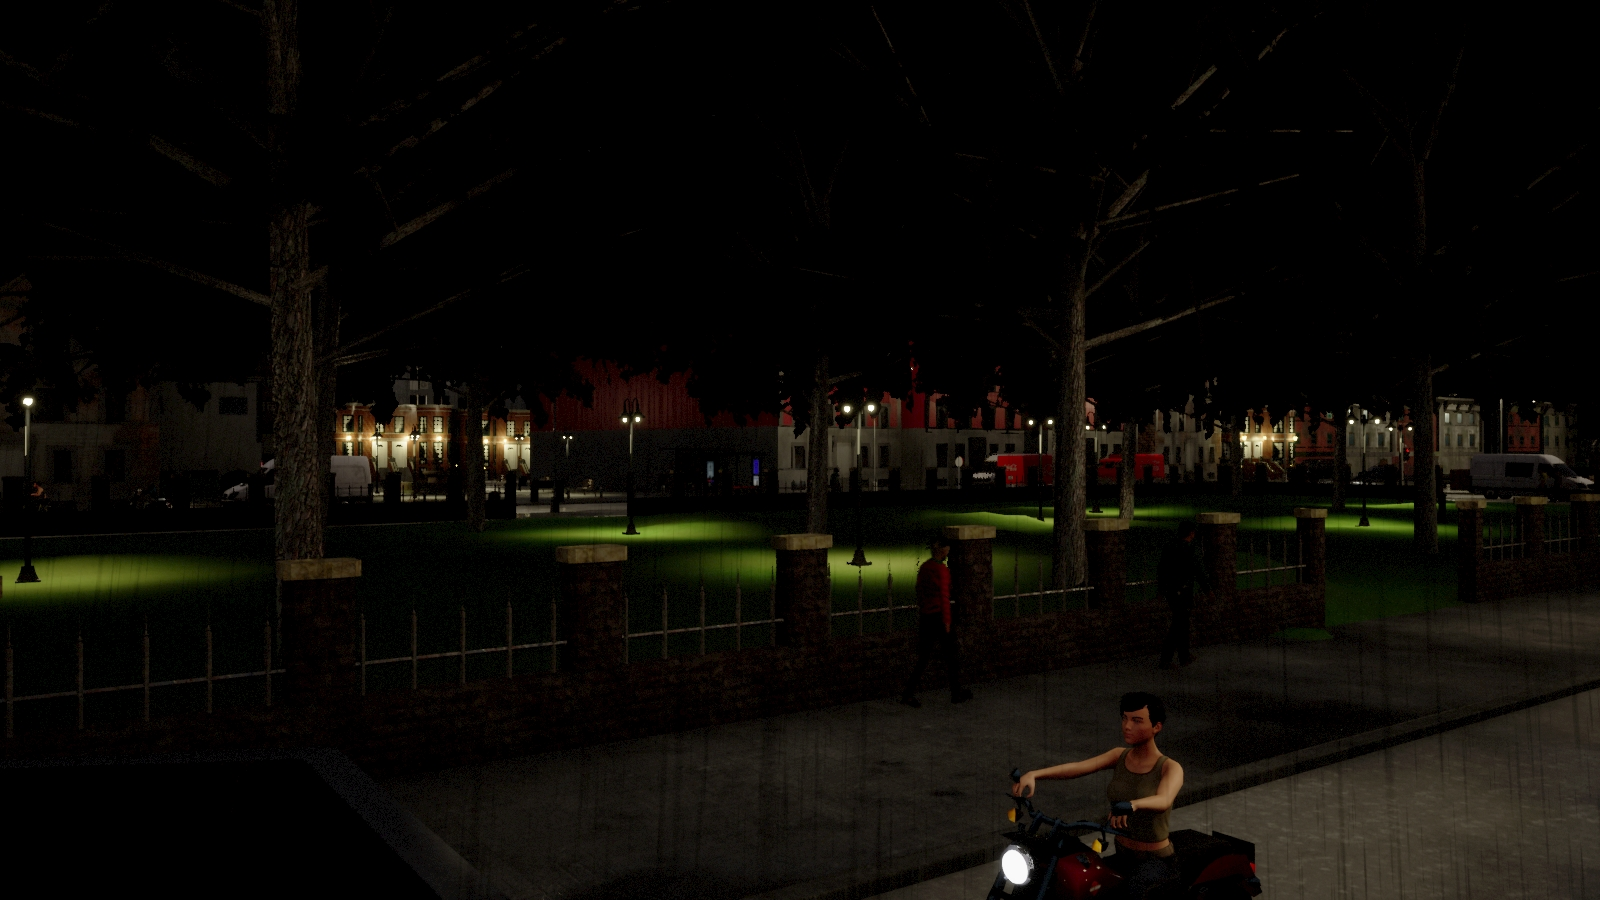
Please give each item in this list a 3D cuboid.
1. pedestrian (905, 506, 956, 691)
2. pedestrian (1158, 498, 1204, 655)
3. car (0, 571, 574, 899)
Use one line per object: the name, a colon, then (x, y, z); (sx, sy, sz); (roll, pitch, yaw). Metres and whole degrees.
pedestrian: (1.356, 1.521, 11.874); (0.375, 1.860, 0.375); (0, 0, -35)
pedestrian: (4.625, 1.519, 13.880); (0.375, 1.860, 0.375); (0, 0, -30)
car: (-3.767, 1.534, 1.768); (6.274, 2.098, 2.390); (0, 0, -35)
